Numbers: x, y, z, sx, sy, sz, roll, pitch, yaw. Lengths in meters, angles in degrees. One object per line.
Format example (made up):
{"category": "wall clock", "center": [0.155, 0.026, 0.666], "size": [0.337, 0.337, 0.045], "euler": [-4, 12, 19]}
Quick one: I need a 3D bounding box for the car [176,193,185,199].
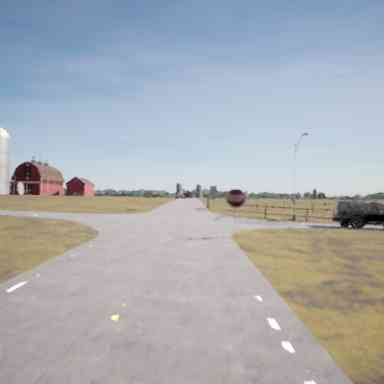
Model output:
{"category": "car", "center": [-2.697, 0.925, 76.538], "size": [1.994, 1.385, 4.181], "euler": [0, 0, 0]}

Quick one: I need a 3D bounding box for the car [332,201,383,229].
{"category": "car", "center": [13.348, 1.745, 24.724], "size": [5.566, 2.045, 2.150], "euler": [2, -1, 0]}
